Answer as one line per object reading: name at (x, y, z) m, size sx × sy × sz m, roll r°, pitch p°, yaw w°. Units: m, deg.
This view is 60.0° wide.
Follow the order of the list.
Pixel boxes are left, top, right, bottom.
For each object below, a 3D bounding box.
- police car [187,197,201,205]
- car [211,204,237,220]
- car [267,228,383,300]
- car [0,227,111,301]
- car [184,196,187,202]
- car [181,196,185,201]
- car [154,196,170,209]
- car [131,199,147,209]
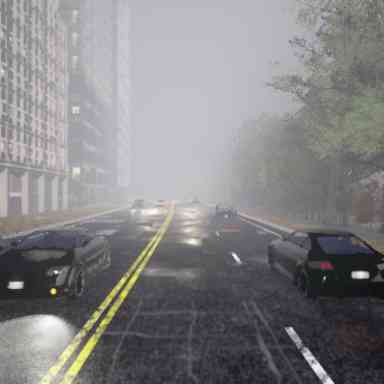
police car at (0.659, 1.899, 70.773) m, size 2.038 × 1.542 × 4.974 m, roll 0°, pitch 0°, yaw -4°
car at (2.864, 1.779, 30.651) m, size 1.895 × 1.301 × 4.718 m, roll 0°, pitch 0°, yaw -2°
car at (3.301, 1.614, 8.556) m, size 1.994 × 1.385 × 4.181 m, roll 0°, pitch 0°, yaw 0°
car at (-3.399, 1.615, 8.387) m, size 1.994 × 1.385 × 4.181 m, roll 0°, pitch 0°, yaw -1°
car at (-0.222, 1.975, 81.794) m, size 1.812 × 1.442 × 4.674 m, roll 0°, pitch 0°, yaw -5°
car at (-1.230, 2.049, 92.804) m, size 2.033 × 1.411 × 5.357 m, roll 0°, pitch 0°, yaw -6°
car at (-4.624, 1.765, 49.929) m, size 1.882 × 1.535 × 5.008 m, roll 0°, pitch 0°, yaw -3°
car at (-7.871, 1.792, 49.781) m, size 1.837 × 1.490 × 4.892 m, roll 0°, pitch 0°, yaw -3°
